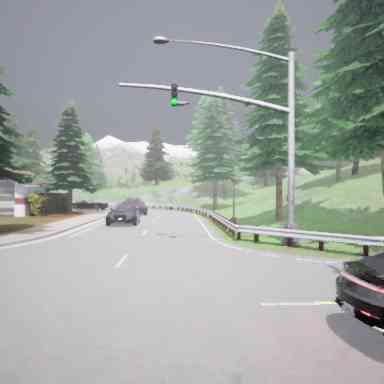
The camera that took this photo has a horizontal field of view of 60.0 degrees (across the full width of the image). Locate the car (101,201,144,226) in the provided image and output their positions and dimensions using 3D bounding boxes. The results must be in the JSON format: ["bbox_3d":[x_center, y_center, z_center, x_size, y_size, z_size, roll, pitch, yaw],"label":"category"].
[{"bbox_3d":[-4.721,1.537,23.184,1.994,1.385,4.181,0,0,-4],"label":"car"}]

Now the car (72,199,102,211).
[{"bbox_3d":[-12.638,1.558,40.489,4.718,1.301,1.895,0,0,12],"label":"car"}]

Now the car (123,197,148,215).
[{"bbox_3d":[-5.841,1.314,32.946,2.097,1.767,4.553,0,0,-21],"label":"car"}]

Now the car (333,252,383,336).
[{"bbox_3d":[4.743,1.552,5.060,4.902,1.511,2.128,1,0,-3],"label":"car"}]
